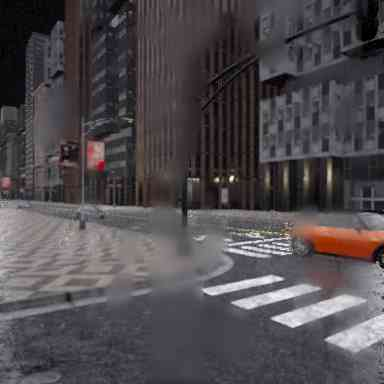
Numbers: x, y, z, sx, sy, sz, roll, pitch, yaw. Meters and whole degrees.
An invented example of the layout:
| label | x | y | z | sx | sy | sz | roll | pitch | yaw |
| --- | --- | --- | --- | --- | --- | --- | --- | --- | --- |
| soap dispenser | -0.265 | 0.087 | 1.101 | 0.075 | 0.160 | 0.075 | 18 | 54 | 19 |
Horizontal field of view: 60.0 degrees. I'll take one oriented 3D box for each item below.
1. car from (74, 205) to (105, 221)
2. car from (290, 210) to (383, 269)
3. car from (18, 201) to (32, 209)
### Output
| label | x | y | z | sx | sy | sz | roll | pitch | yaw |
| --- | --- | --- | --- | --- | --- | --- | --- | --- | --- |
| car | -10.429 | 2.080 | 33.752 | 1.812 | 1.442 | 4.674 | 0 | -1 | -35 |
| car | 5.651 | 1.440 | 11.149 | 2.097 | 1.767 | 4.553 | 0 | -2 | -35 |
| car | -32.524 | 2.560 | 64.811 | 2.128 | 1.511 | 4.902 | 0 | -1 | -35 |
